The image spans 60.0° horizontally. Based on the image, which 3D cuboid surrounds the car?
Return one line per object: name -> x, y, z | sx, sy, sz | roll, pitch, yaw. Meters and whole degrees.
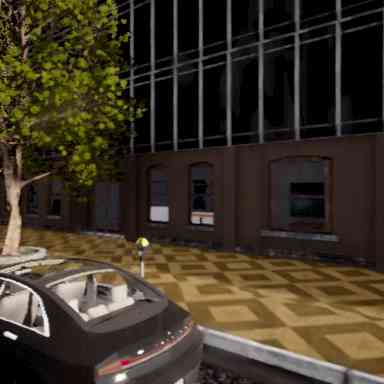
car -> -1.948, 1.541, 4.245 | 4.403, 1.369, 2.008 | 0, 0, 35
